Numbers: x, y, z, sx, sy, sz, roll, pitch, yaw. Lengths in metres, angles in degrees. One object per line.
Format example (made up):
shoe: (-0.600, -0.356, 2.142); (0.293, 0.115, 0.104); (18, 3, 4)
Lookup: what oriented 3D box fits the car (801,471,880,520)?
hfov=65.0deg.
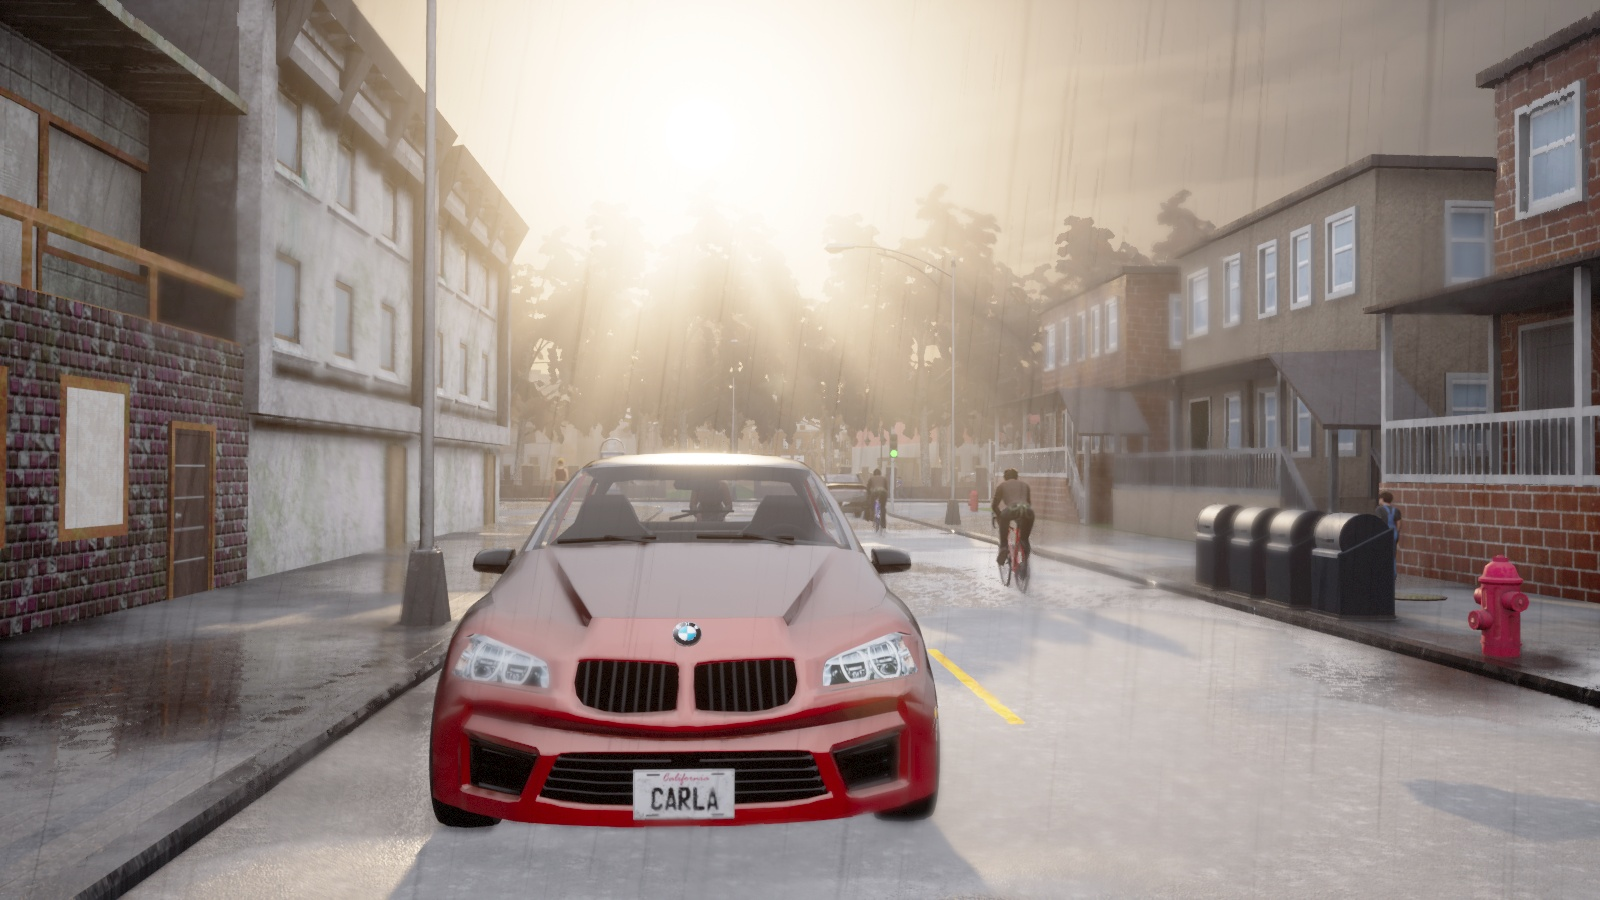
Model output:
car: (1.268, 1.463, 41.654); (2.128, 1.511, 4.902); (0, -1, -4)

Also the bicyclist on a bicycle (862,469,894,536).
bicyclist on a bicycle: (1.925, 1.281, 31.141); (0.582, 1.620, 1.656); (0, -1, -4)

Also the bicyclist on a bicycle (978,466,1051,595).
bicyclist on a bicycle: (2.829, 1.036, 16.701); (0.582, 1.620, 1.656); (0, -1, -4)

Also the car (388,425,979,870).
car: (-0.578, 0.780, 7.099); (2.242, 1.667, 4.611); (0, -1, -4)

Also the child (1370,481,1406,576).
child: (8.006, 1.059, 17.104); (0.270, 1.263, 0.437); (0, -1, -2)

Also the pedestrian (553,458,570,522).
pedestrian: (-6.894, 1.160, 36.300); (0.345, 1.836, 0.594); (0, -1, 5)
